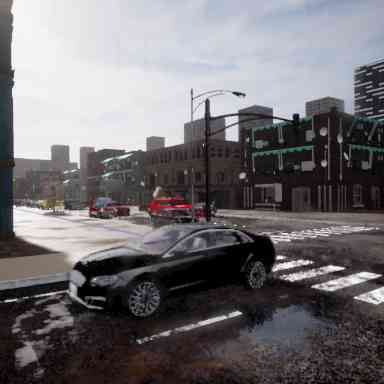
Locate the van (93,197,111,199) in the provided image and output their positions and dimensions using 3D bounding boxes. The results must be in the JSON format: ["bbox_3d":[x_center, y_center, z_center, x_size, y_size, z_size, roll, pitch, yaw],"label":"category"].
[{"bbox_3d":[-15.213,1.907,57.424,1.690,1.788,3.998,-1,0,-35],"label":"van"}]

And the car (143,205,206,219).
[{"bbox_3d":[-1.310,1.815,23.124,1.947,1.339,4.313,-1,0,-35],"label":"car"}]

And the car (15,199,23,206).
[{"bbox_3d":[-38.053,2.380,75.152,1.967,1.590,4.097,-1,0,-35],"label":"car"}]

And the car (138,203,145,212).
[{"bbox_3d":[-5.603,1.966,43.878,1.802,1.307,4.206,-1,0,-35],"label":"car"}]

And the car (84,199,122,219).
[{"bbox_3d":[-9.240,1.847,34.514,1.967,1.590,4.097,-1,0,-35],"label":"car"}]

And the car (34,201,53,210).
[{"bbox_3d":[-25.147,2.233,56.952,1.752,1.417,4.829,-1,0,-35],"label":"car"}]

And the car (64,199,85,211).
[{"bbox_3d":[-18.561,1.949,52.324,2.097,1.767,4.553,-1,0,-35],"label":"car"}]

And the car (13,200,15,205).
[{"bbox_3d":[-41.252,2.548,79.668,2.008,1.369,4.403,-1,0,-35],"label":"car"}]

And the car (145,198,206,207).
[{"bbox_3d":[-1.463,1.494,28.036,2.150,2.045,5.566,-1,-1,-36],"label":"car"}]

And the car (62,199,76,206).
[{"bbox_3d":[-28.014,2.364,75.486,1.947,1.339,4.313,-1,0,-35],"label":"car"}]

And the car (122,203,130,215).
[{"bbox_3d":[-8.820,1.891,38.429,1.882,1.535,5.008,-1,0,-35],"label":"car"}]

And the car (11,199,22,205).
[{"bbox_3d":[-44.454,2.598,84.182,1.887,1.381,4.507,-1,0,-35],"label":"car"}]

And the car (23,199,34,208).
[{"bbox_3d":[-31.648,2.376,66.122,2.008,1.369,4.403,-1,0,-35],"label":"car"}]

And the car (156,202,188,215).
[{"bbox_3d":[-2.402,1.904,39.364,1.802,1.307,4.206,-2,0,-35],"label":"car"}]

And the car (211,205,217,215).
[{"bbox_3d":[0.799,1.810,34.848,2.008,1.369,4.403,-2,0,-35],"label":"car"}]

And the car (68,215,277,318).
[{"bbox_3d":[-0.177,1.490,7.487,4.902,1.511,2.128,0,0,-37],"label":"car"}]

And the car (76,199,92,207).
[{"bbox_3d":[-21.611,2.228,66.455,1.887,1.381,4.507,-1,0,-35],"label":"car"}]
